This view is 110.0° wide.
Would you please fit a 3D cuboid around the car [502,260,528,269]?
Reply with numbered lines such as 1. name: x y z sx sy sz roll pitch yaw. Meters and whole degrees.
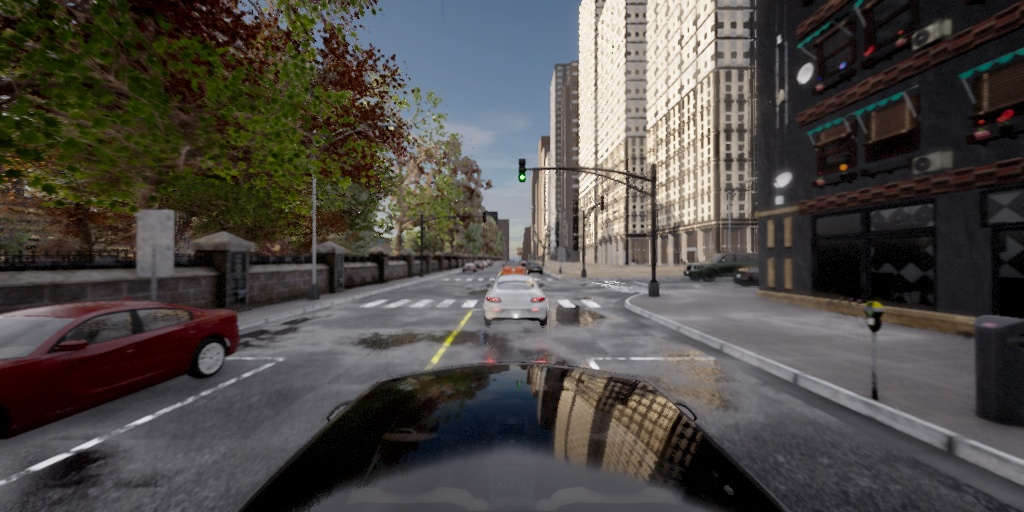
1. car: 0.128 1.243 33.850 2.097 1.767 4.553 0 0 0

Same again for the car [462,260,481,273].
1. car: -5.652 1.542 48.208 1.802 1.307 4.207 0 0 0

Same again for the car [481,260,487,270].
1. car: -5.642 1.457 59.473 1.967 1.591 4.097 0 0 0

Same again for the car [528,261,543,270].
1. car: 2.723 1.499 42.568 1.948 1.339 4.313 0 0 0

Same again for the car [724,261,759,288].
1. car: 14.700 1.102 19.977 4.313 1.339 1.948 0 0 0

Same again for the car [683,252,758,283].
1. car: 15.359 0.795 25.780 5.566 2.045 2.150 -1 0 0

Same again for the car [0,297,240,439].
1. car: -5.818 1.307 4.658 1.888 1.381 4.507 0 0 0

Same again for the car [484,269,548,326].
1. car: 0.105 1.317 11.657 1.812 1.442 4.674 0 0 0
